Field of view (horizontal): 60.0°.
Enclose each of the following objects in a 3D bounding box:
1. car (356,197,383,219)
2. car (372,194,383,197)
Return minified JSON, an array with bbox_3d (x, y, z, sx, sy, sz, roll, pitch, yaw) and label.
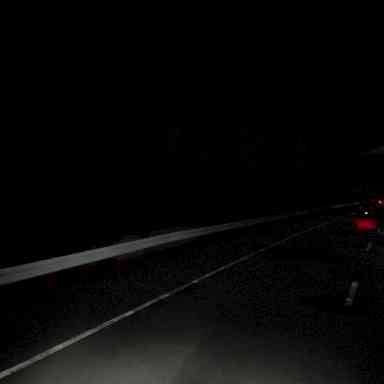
[{"bbox_3d":[15.913,1.505,29.703,1.837,1.490,4.892,0,0,35],"label":"car"},{"bbox_3d":[21.936,1.221,38.270,2.150,2.045,5.566,0,0,35],"label":"car"}]
